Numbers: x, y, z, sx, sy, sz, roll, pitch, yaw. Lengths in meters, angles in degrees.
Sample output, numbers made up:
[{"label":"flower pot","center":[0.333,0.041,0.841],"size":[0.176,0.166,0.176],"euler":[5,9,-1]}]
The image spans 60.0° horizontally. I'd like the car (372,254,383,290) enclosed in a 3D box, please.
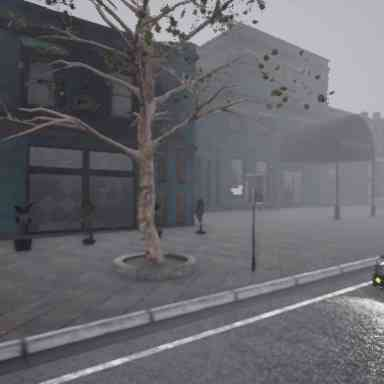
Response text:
[{"label":"car","center":[5.996,1.569,7.661],"size":[4.181,1.385,1.994],"euler":[0,0,-36]}]
